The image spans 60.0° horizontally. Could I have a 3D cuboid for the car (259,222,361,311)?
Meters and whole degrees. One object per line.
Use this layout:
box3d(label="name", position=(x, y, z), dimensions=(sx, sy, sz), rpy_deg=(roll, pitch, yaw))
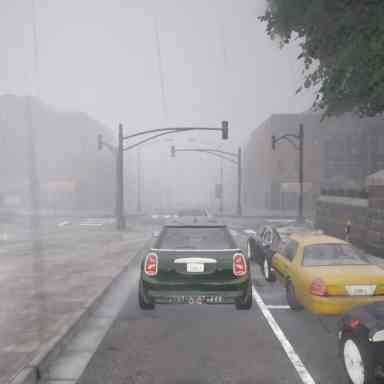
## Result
box3d(label="car", position=(2.685, 1.523, 7.597), dimensions=(1.752, 1.417, 4.829), rpy_deg=(-1, 0, 0))

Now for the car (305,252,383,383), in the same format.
box3d(label="car", position=(2.625, 1.550, 2.435), dimensions=(2.008, 1.369, 4.403), rpy_deg=(-1, 0, 0))

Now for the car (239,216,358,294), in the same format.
box3d(label="car", position=(2.664, 1.548, 9.571), dimensions=(2.008, 1.369, 4.403), rpy_deg=(-1, 0, 0))

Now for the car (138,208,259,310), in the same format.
box3d(label="car", position=(0.076, 1.350, 7.978), dimensions=(2.097, 1.767, 4.553), rpy_deg=(0, 0, 0))

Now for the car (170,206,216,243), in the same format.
box3d(label="car", position=(0.035, 1.555, 17.412), dimensions=(2.033, 1.411, 5.357), rpy_deg=(0, 0, 0))

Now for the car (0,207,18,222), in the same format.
box3d(label="car", position=(-14.727, 1.426, 23.071), dimensions=(4.892, 1.490, 1.837), rpy_deg=(1, 1, 0))
